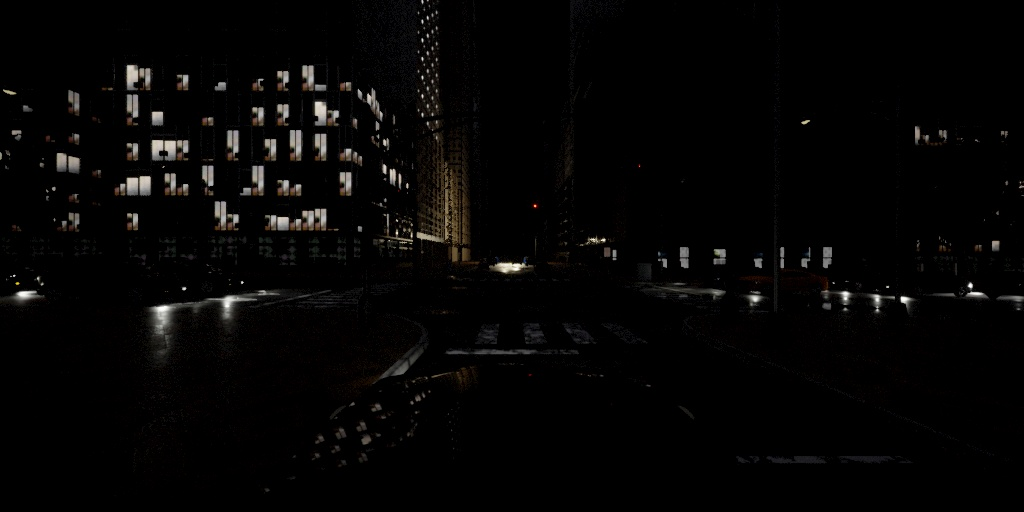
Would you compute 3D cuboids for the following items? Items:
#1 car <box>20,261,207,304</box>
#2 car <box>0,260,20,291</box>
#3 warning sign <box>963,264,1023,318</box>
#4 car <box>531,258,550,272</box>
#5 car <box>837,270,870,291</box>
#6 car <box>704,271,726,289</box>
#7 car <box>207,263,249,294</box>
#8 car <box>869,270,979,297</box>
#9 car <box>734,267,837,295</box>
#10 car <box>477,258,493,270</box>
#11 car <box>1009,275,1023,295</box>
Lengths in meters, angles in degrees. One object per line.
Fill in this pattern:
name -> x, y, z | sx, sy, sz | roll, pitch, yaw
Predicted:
car -> -15.373, 0.998, 14.059 | 4.892, 1.490, 1.837 | 1, 0, -3
car -> -24.430, 0.891, 16.886 | 4.181, 1.385, 1.994 | 1, 0, -3
warning sign -> 17.261, 1.204, 12.860 | 1.060, 1.860, 1.300 | 0, 0, -3
car -> 3.873, 1.329, 46.646 | 1.948, 1.339, 4.313 | 0, 0, 0
car -> 25.617, 1.740, 25.971 | 4.892, 1.490, 1.837 | 1, 0, -3
car -> 16.320, 1.546, 25.529 | 5.008, 1.535, 1.882 | 1, 0, -3
car -> -15.525, 0.995, 17.306 | 4.892, 1.490, 1.837 | 1, 0, -3
car -> 26.129, 1.750, 22.743 | 4.892, 1.490, 1.837 | 1, 0, -3
car -> 16.729, 1.554, 22.295 | 5.008, 1.535, 1.882 | 1, 0, -3
car -> -4.087, 1.342, 52.129 | 1.802, 1.307, 4.207 | 0, 0, 0
car -> 35.915, 2.021, 23.201 | 4.718, 1.301, 1.895 | 1, 0, -3
